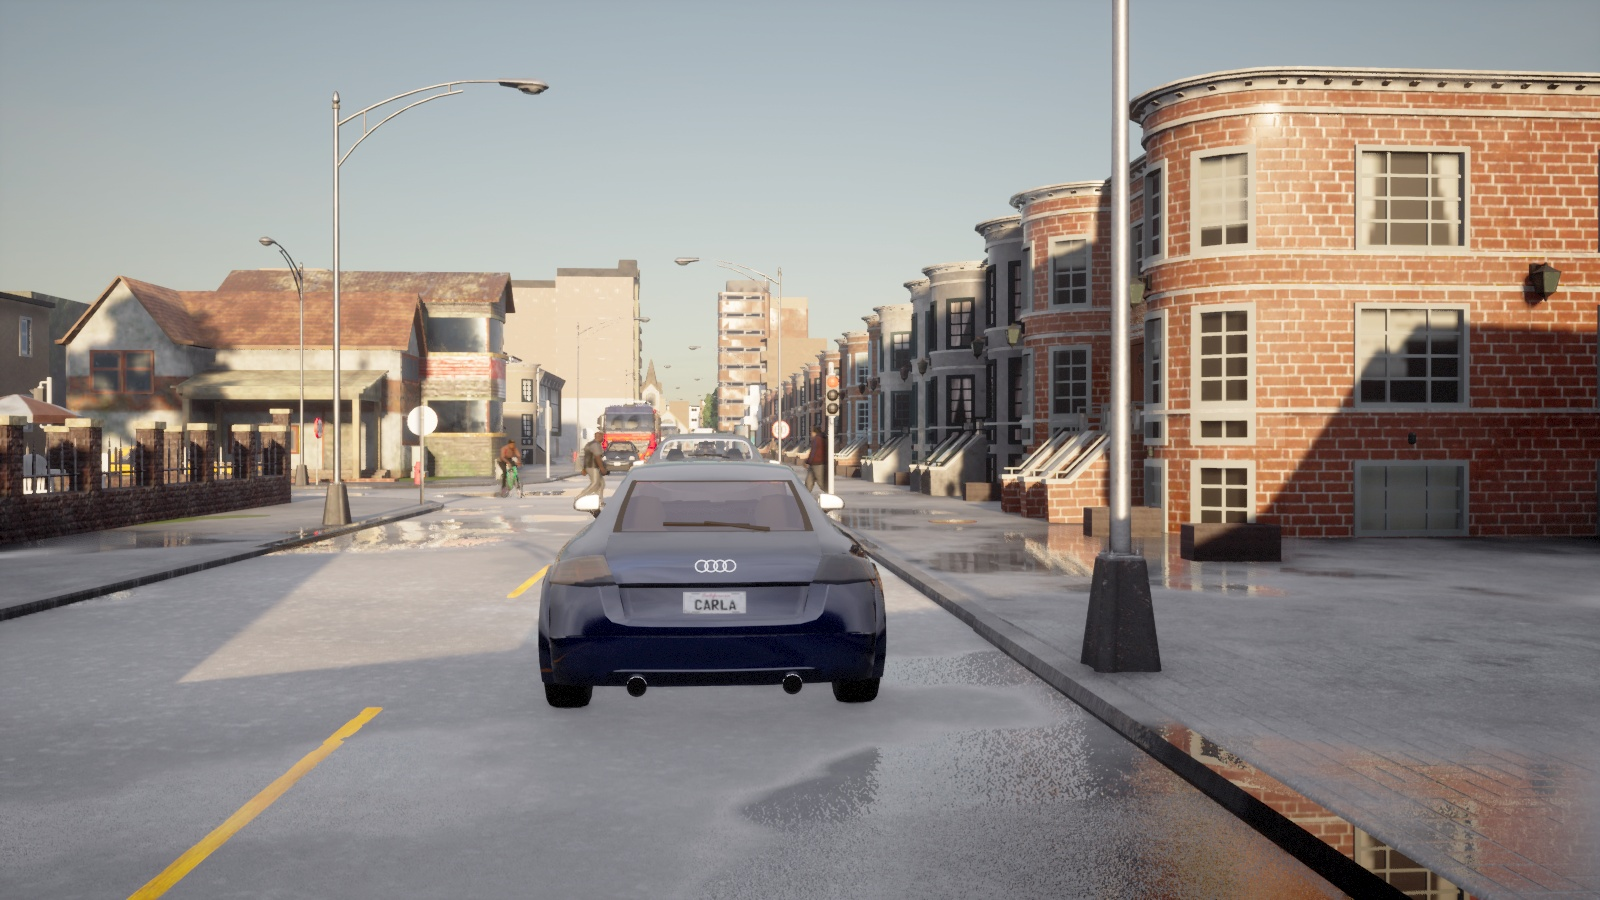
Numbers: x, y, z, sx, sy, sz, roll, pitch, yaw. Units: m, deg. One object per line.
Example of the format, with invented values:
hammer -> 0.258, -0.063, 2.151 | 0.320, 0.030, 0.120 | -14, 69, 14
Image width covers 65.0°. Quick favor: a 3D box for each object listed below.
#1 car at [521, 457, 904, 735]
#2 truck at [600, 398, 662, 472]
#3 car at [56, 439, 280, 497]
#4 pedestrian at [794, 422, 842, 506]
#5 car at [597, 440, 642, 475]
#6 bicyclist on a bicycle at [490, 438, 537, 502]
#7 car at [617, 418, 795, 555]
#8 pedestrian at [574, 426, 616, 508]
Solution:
car -> -0.613, 0.764, 8.627 | 1.994, 1.385, 4.181 | 0, 0, -5
truck -> -9.250, -0.798, 69.577 | 2.891, 3.827, 8.468 | 0, 0, -4
car -> -17.677, 0.481, 35.317 | 5.366, 1.575, 1.801 | 0, 0, -4
pedestrian -> 0.405, 0.308, 27.892 | 0.899, 1.844, 0.634 | 0, 0, 20
car -> -8.471, 0.321, 59.269 | 1.851, 1.617, 3.988 | 0, 0, -4
bicyclist on a bicycle -> -7.677, 0.513, 33.604 | 0.582, 1.620, 1.656 | -4, 3, -35
car -> -1.315, 0.429, 17.722 | 2.152, 1.651, 5.027 | 0, 0, -4
pedestrian -> -4.725, 0.383, 28.928 | 0.849, 1.883, 0.563 | 0, 0, -20
